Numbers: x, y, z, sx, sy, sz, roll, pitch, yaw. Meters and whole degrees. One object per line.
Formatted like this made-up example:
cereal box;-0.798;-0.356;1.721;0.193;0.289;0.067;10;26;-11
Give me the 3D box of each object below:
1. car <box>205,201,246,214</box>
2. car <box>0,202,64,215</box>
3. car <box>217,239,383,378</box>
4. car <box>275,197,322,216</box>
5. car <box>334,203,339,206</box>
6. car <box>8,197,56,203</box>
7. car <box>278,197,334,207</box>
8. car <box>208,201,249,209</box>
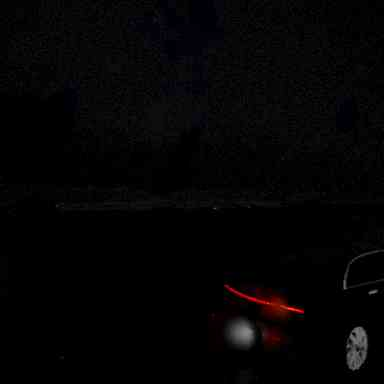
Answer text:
car;4.131;1.859;40.804;4.892;1.490;1.837;1;-1;-35
car;-10.956;1.648;21.869;4.892;1.490;1.837;1;-1;-35
car;2.668;1.564;5.637;4.892;1.490;1.837;1;-1;-35
car;12.170;1.583;37.845;5.566;2.045;2.150;0;-1;-34
car;18.740;2.105;46.540;4.718;1.301;1.895;1;-1;-35
car;-14.257;1.405;28.098;5.566;2.045;2.150;1;-1;-35
car;11.173;1.537;32.913;5.566;2.045;2.150;1;-1;-35
car;4.363;1.885;36.712;4.181;1.385;1.994;1;-1;-35
